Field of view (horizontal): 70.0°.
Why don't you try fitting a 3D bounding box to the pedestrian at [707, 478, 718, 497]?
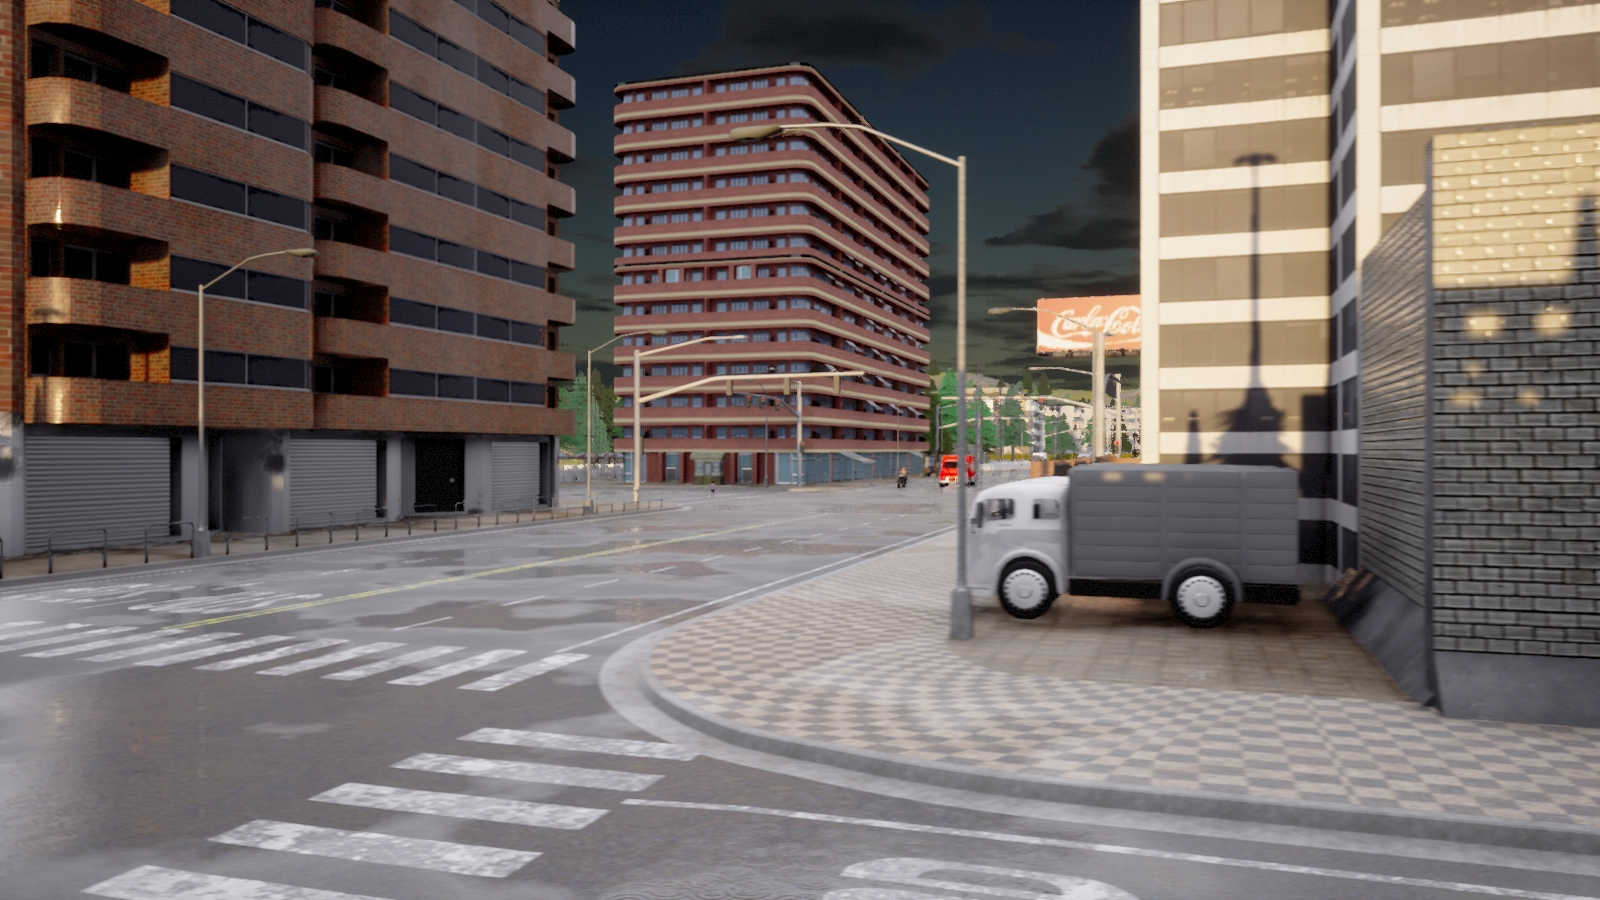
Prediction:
[{"bbox_3d":[-5.207,2.248,67.895,0.500,1.100,0.500,0,0,24],"label":"pedestrian"}]
